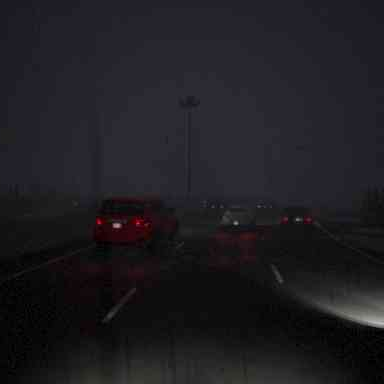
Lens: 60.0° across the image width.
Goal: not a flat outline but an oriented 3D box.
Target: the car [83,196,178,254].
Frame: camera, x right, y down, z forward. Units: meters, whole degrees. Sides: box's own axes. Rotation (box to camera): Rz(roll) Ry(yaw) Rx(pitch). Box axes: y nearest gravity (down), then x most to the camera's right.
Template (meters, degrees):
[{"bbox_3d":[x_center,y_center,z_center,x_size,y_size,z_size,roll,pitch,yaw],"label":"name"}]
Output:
[{"bbox_3d":[-2.090,1.219,13.819,2.150,2.045,5.566,0,0,9],"label":"car"}]

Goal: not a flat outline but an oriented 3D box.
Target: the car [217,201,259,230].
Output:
[{"bbox_3d":[3.046,1.540,21.051,1.812,1.442,4.674,0,0,14],"label":"car"}]

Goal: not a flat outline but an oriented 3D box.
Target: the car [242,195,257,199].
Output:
[{"bbox_3d":[10.454,1.178,60.338,1.882,1.535,5.008,0,0,38],"label":"car"}]

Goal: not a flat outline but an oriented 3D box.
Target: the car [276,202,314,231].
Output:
[{"bbox_3d":[6.502,1.573,20.827,2.033,1.411,5.357,0,0,15],"label":"car"}]

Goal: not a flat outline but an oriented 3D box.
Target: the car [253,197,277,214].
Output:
[{"bbox_3d":[8.574,1.583,36.681,2.033,1.411,5.357,0,0,24],"label":"car"}]

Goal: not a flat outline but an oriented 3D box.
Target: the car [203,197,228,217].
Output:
[{"bbox_3d":[2.607,1.368,31.338,2.097,1.767,4.553,0,0,20],"label":"car"}]

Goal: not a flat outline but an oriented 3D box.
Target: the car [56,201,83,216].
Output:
[{"bbox_3d":[-7.396,1.531,23.604,2.033,1.411,5.357,0,0,14],"label":"car"}]

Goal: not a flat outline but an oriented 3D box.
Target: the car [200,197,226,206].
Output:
[{"bbox_3d":[3.688,1.572,56.923,2.033,1.411,5.357,0,0,34],"label":"car"}]

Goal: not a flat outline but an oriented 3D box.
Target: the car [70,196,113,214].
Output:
[{"bbox_3d":[-10.781,1.329,36.010,2.097,1.767,4.553,0,0,21],"label":"car"}]
